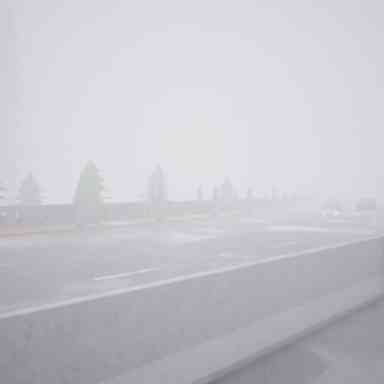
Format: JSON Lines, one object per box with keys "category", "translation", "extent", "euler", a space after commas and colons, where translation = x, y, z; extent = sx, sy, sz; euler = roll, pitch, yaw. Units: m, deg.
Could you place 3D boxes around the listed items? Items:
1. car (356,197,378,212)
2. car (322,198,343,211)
{"category": "car", "translation": [19.265, 1.346, 36.606], "extent": [1.882, 1.535, 5.008], "euler": [0, 0, 31]}
{"category": "car", "translation": [16.423, 1.434, 38.642], "extent": [2.033, 1.411, 5.357], "euler": [0, 0, 30]}
